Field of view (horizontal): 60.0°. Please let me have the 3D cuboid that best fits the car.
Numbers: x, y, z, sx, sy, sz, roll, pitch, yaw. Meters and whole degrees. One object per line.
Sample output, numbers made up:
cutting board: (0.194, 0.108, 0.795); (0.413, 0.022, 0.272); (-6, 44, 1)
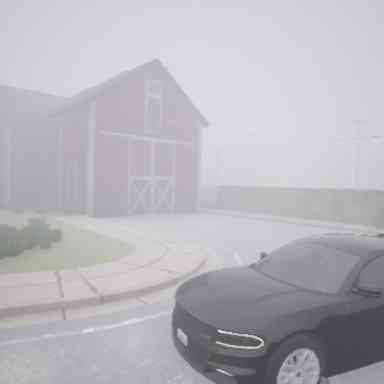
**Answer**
car: (2.166, 1.400, 4.837); (5.008, 1.535, 1.882); (1, 2, -25)
